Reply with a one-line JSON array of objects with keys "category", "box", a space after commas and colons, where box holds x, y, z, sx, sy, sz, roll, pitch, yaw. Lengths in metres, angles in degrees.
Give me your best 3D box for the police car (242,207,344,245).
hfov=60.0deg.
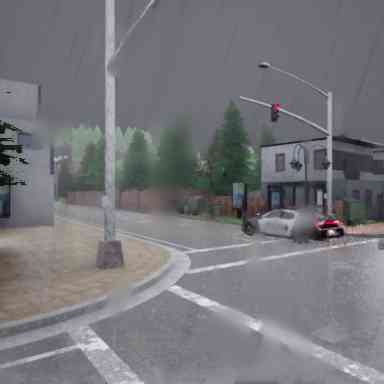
[{"category": "police car", "box": [4.444, 1.494, 15.787, 2.038, 1.542, 4.974, 0, 0, -34]}]
